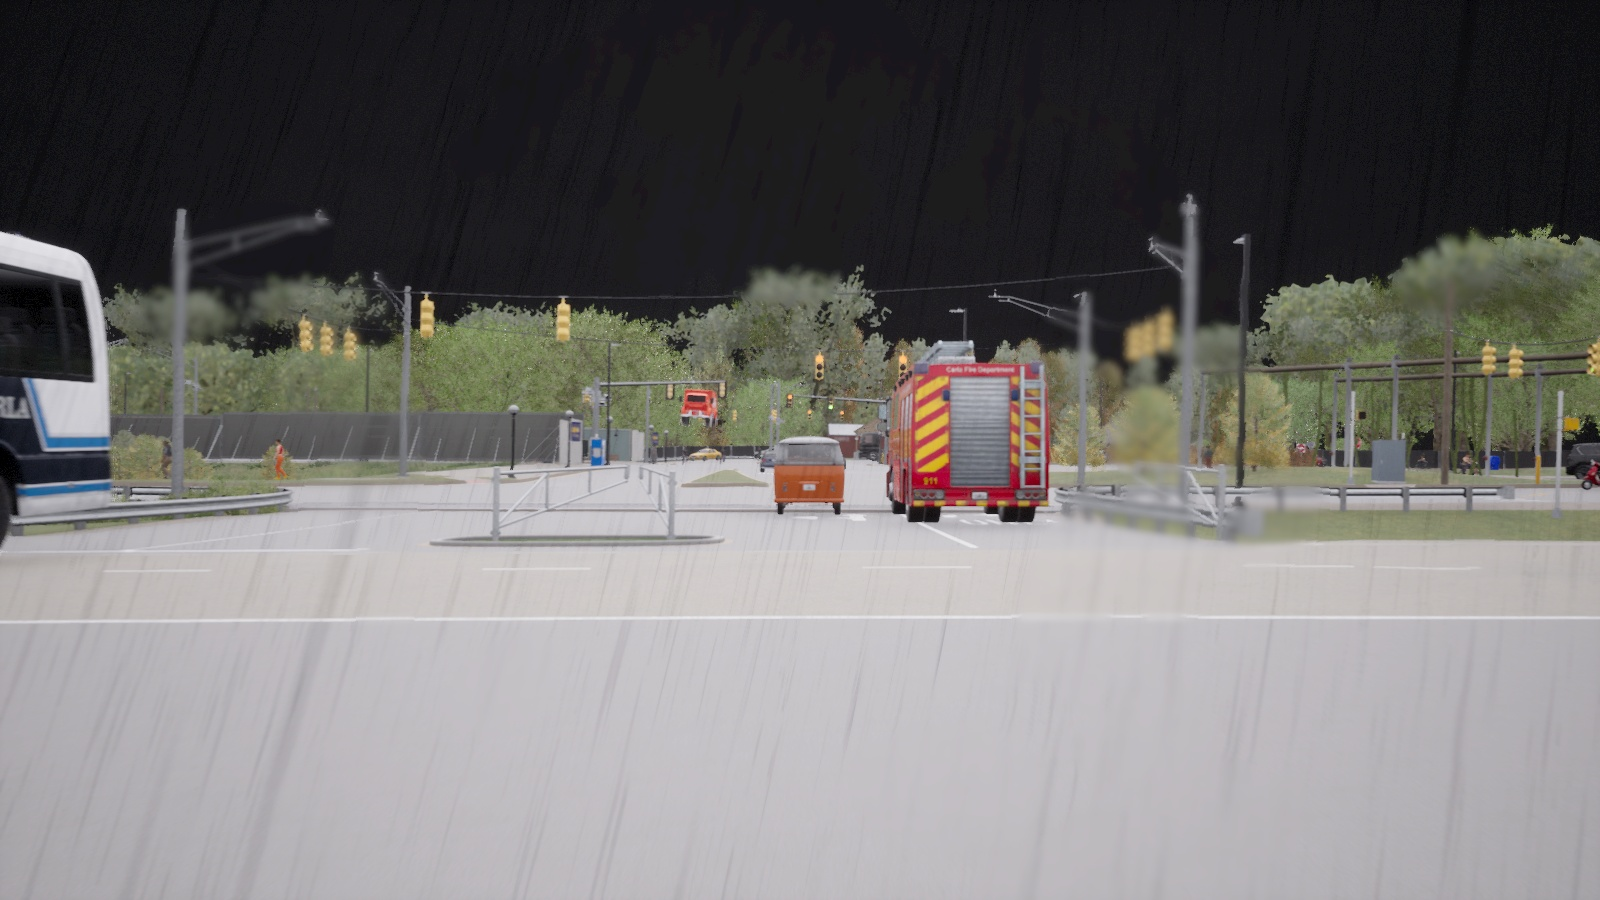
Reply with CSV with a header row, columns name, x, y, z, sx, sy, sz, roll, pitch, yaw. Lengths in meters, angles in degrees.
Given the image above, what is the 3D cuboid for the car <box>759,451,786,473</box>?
name,x,y,z,sx,sy,sz,roll,pitch,yaw
car,-1.998,0.836,90.206,1.789,1.549,3.705,1,0,-4

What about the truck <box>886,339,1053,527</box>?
name,x,y,z,sx,sy,sz,roll,pitch,yaw
truck,3.749,-0.288,29.804,2.891,3.827,8.468,0,-1,1

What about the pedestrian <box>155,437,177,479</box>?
name,x,y,z,sx,sy,sz,roll,pitch,yaw
pedestrian,-28.433,0.363,56.338,0.694,1.848,0.540,1,1,1

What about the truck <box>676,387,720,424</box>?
name,x,y,z,sx,sy,sz,roll,pitch,yaw
truck,-7.621,-3.282,94.016,2.627,2.467,5.204,3,1,1

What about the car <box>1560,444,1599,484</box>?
name,x,y,z,sx,sy,sz,roll,pitch,yaw
car,41.738,0.714,63.345,2.150,2.045,5.566,1,-1,-25

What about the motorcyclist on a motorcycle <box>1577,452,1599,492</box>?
name,x,y,z,sx,sy,sz,roll,pitch,yaw
motorcyclist on a motorcycle,32.217,0.868,50.195,1.817,1.590,0.866,0,1,0

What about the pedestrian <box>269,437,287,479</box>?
name,x,y,z,sx,sy,sz,roll,pitch,yaw
pedestrian,-23.199,0.350,55.802,0.594,1.836,0.345,1,1,-1

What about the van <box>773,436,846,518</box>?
name,x,y,z,sx,sy,sz,roll,pitch,yaw
van,0.254,0.632,33.028,1.775,1.987,4.442,0,1,0

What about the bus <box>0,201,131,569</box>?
name,x,y,z,sx,sy,sz,roll,pitch,yaw
bus,-11.163,-0.708,12.181,3.944,4.253,10.273,0,1,-1
